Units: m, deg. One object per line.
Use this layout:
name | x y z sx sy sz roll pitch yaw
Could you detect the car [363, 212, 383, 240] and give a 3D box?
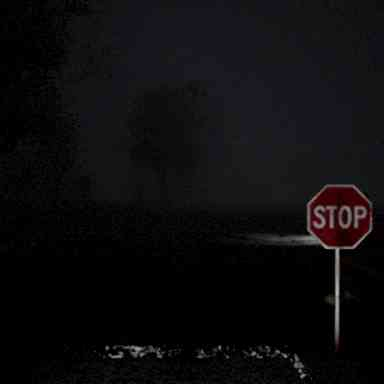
car | 8.831 1.705 16.365 4.181 1.385 1.994 1 0 2
